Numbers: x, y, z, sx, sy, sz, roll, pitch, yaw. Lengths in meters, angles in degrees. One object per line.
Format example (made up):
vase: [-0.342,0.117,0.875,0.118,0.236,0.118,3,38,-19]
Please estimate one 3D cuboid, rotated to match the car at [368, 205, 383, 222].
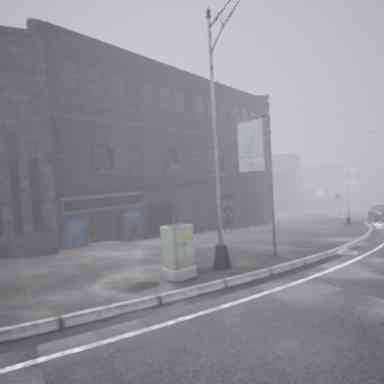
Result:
car: [19.529,2.090,34.028,2.097,1.767,4.553,-3,-3,16]
